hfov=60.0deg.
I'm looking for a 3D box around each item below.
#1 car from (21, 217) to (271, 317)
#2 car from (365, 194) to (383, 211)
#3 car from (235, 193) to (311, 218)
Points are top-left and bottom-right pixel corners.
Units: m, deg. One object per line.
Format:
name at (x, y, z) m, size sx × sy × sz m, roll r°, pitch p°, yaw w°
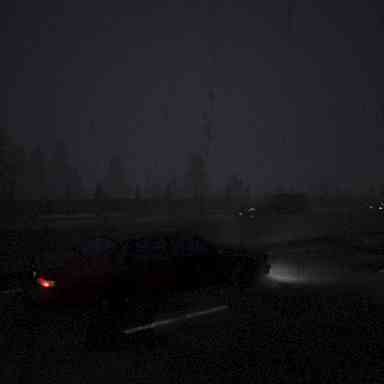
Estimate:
car at (-0.731, 1.512, 7.362) m, size 5.357 × 1.411 × 2.033 m, roll 0°, pitch 0°, yaw -33°
car at (19.559, 1.067, 32.198) m, size 5.566 × 2.045 × 2.150 m, roll 0°, pitch 0°, yaw -16°
car at (5.721, 1.109, 23.173) m, size 5.566 × 2.045 × 2.150 m, roll 0°, pitch 0°, yaw -25°
